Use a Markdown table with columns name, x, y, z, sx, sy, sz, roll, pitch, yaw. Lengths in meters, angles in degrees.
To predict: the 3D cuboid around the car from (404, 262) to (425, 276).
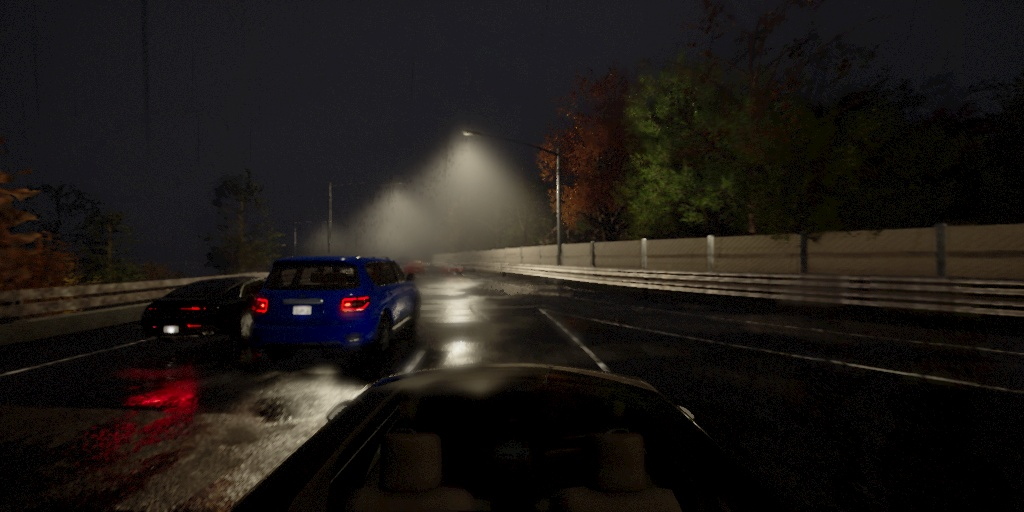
| name | x | y | z | sx | sy | sz | roll | pitch | yaw |
| --- | --- | --- | --- | --- | --- | --- | --- | --- | --- |
| car | -11.574 | 1.484 | 42.513 | 1.882 | 1.535 | 5.008 | 0 | 0 | -22 |

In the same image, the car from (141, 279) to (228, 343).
| name | x | y | z | sx | sy | sz | roll | pitch | yaw |
| --- | --- | --- | --- | --- | --- | --- | --- | --- | --- |
| car | -7.416 | 1.331 | 10.028 | 1.837 | 1.490 | 4.892 | 0 | 0 | -4 |

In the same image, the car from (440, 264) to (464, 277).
| name | x | y | z | sx | sy | sz | roll | pitch | yaw |
| --- | --- | --- | --- | --- | --- | --- | --- | --- | --- |
| car | -6.704 | 1.569 | 39.551 | 1.895 | 1.301 | 4.718 | 0 | 0 | -20 |

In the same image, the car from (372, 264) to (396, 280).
| name | x | y | z | sx | sy | sz | roll | pitch | yaw |
| --- | --- | --- | --- | --- | --- | --- | --- | --- | --- |
| car | -12.646 | 1.525 | 35.513 | 2.033 | 1.411 | 5.357 | 0 | 0 | -19 |

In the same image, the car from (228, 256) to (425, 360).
| name | x | y | z | sx | sy | sz | roll | pitch | yaw |
| --- | --- | --- | --- | --- | --- | --- | --- | --- | --- |
| car | -3.728 | 1.024 | 8.716 | 2.150 | 2.045 | 5.566 | 0 | 0 | -4 |
